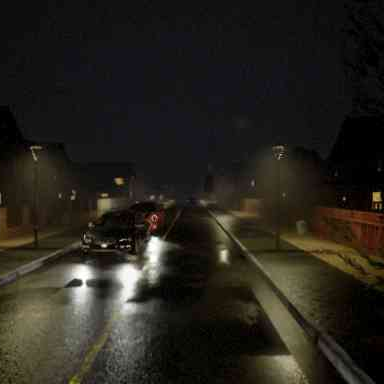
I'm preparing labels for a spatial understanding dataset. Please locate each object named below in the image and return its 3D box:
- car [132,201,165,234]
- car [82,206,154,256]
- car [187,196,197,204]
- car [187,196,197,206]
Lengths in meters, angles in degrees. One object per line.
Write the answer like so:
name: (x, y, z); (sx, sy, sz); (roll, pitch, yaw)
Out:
car: (-2.753, 1.356, 19.322); (2.097, 1.767, 4.553); (0, 0, 0)
car: (-2.826, 1.507, 13.184); (1.837, 1.490, 4.892); (0, 0, 0)
car: (-0.010, 1.629, 67.500); (1.812, 1.442, 4.674); (0, 0, 0)
car: (-0.007, 1.617, 57.079); (2.033, 1.411, 5.357); (0, 0, 0)
